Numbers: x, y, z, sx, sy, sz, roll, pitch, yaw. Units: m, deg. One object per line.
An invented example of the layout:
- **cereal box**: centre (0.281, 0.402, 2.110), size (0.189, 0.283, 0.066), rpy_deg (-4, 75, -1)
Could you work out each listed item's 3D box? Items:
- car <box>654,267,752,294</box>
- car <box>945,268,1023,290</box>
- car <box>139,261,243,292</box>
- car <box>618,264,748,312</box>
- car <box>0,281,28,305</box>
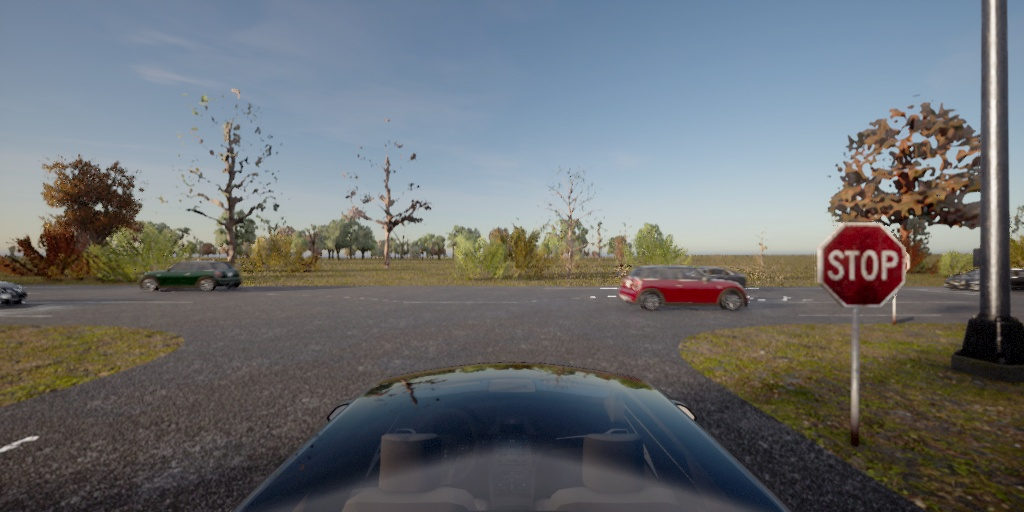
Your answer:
- **car**: centre (11.265, 1.413, 21.331), size (4.892, 1.490, 1.837), rpy_deg (0, 0, -2)
- **car**: centre (29.547, 1.471, 21.936), size (4.892, 1.490, 1.837), rpy_deg (0, 0, -2)
- **car**: centre (-18.213, 1.066, 20.429), size (4.553, 1.767, 2.097), rpy_deg (0, 0, -2)
- **car**: centre (6.669, 1.161, 14.170), size (4.553, 1.767, 2.097), rpy_deg (0, 0, -2)
- **car**: centre (-21.266, 1.224, 13.324), size (4.674, 1.442, 1.812), rpy_deg (0, 0, -2)
